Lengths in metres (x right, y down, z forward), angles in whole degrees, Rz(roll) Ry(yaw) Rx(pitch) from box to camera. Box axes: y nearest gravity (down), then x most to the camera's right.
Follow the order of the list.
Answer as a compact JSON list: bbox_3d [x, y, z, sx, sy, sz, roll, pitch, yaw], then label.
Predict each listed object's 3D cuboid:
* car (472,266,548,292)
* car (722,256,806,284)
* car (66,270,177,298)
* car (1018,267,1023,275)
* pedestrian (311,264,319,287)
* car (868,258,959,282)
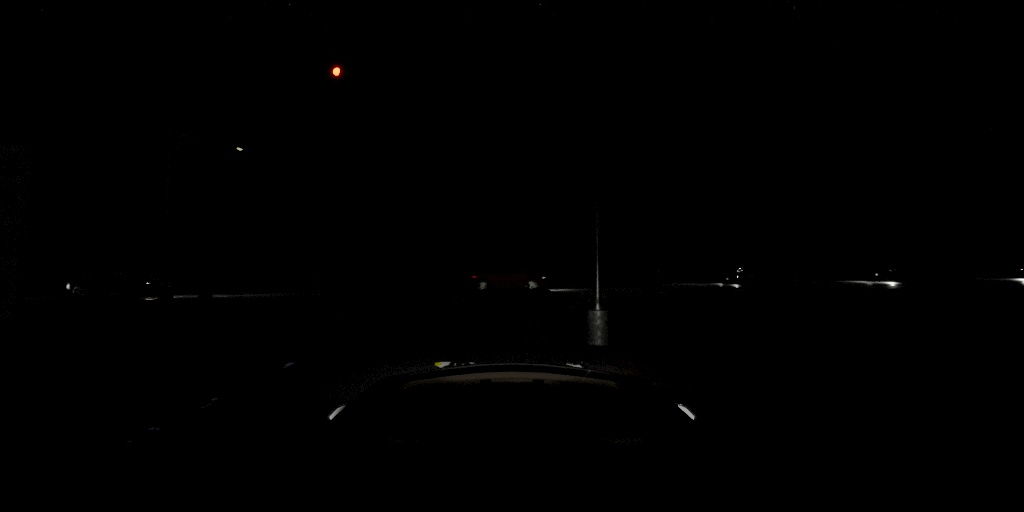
[{"bbox_3d":[-0.121,1.228,19.744,4.181,1.385,1.994,-1,-2,0],"label":"car"},{"bbox_3d":[16.280,0.875,23.413,4.553,1.767,2.097,-1,-2,0],"label":"car"},{"bbox_3d":[-21.399,1.497,19.795,4.902,1.511,2.128,-1,-2,0],"label":"car"},{"bbox_3d":[36.724,0.751,23.353,5.357,1.411,2.033,-1,-2,0],"label":"car"},{"bbox_3d":[-15.062,1.466,27.383,0.375,1.860,0.375,0,-1,0],"label":"pedestrian"},{"bbox_3d":[26.129,0.891,23.386,4.674,1.442,1.812,-1,-2,1],"label":"car"}]
